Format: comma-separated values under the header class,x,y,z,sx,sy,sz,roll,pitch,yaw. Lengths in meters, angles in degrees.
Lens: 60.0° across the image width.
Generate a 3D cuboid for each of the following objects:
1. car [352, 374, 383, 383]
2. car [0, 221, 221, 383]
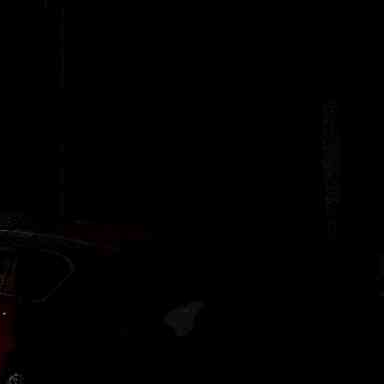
class,x,y,z,sx,sy,sz,roll,pitch,yaw
car,2.583,1.562,1.117,4.313,1.339,1.947,0,0,36
car,-2.007,1.326,4.391,5.009,1.841,2.192,0,0,36
